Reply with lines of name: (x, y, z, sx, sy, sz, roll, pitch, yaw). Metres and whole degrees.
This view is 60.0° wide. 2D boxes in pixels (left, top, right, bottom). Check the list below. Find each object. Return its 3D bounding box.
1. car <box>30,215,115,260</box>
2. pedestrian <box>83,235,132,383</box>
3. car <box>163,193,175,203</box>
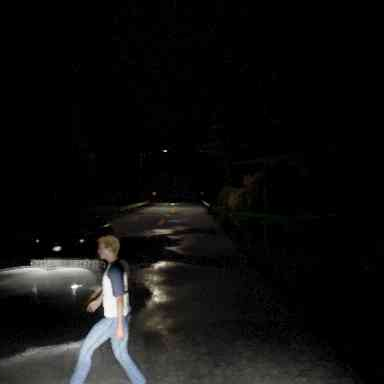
car: (-4.180, 1.563, 12.291, 1.994, 1.385, 4.181, 0, 0, 0)
pedestrian: (-0.894, 1.294, 3.559, 0.375, 1.860, 0.375, 0, 0, 0)
car: (-4.559, 1.252, 67.757, 2.150, 2.045, 5.566, 1, 0, -1)
